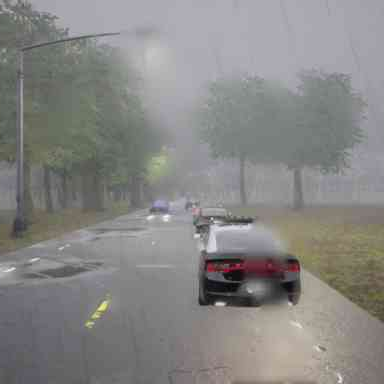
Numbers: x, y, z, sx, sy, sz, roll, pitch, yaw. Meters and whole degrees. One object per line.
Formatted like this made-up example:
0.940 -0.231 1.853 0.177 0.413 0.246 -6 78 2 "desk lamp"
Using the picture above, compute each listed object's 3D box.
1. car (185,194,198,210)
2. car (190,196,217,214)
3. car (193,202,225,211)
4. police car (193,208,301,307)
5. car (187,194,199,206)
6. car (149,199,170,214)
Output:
0.176 1.470 45.518 2.097 1.767 4.553 0 0 1 "car"
1.118 1.356 24.032 2.097 1.767 4.553 0 0 0 "car"
1.102 1.503 18.059 1.837 1.490 4.892 0 0 0 "car"
1.073 1.423 8.168 1.930 1.638 5.238 0 0 0 "police car"
0.171 1.461 59.505 2.150 2.045 5.566 0 -1 0 "car"
-3.398 1.526 35.503 1.882 1.535 5.008 0 0 0 "car"
